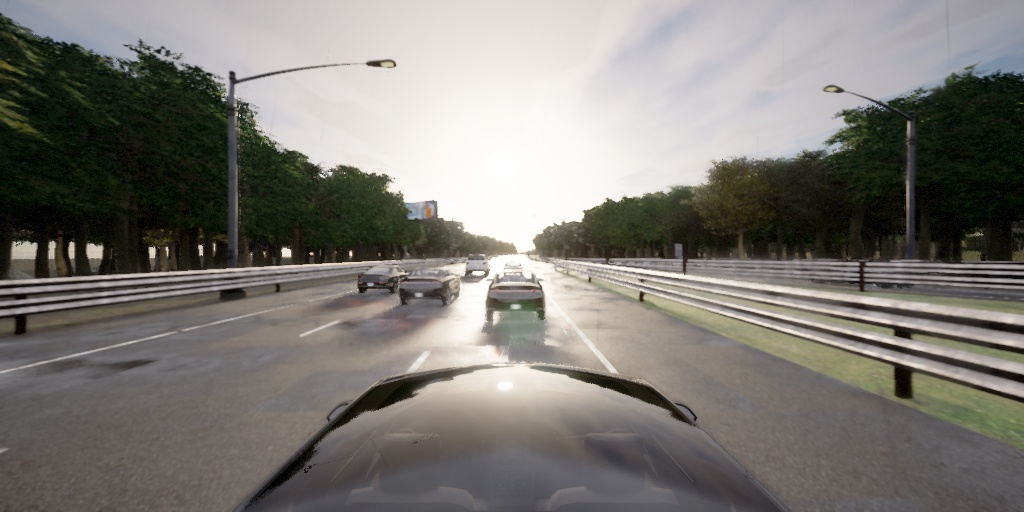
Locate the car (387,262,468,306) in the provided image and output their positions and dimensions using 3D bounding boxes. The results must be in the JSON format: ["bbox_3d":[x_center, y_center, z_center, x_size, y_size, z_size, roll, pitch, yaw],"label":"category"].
[{"bbox_3d":[-3.392,1.195,15.493,2.128,1.511,4.902,0,0,0],"label":"car"}]

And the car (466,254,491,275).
[{"bbox_3d":[-3.382,0.847,36.161,2.150,2.045,5.566,0,0,0],"label":"car"}]

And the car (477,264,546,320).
[{"bbox_3d":[0.106,1.210,12.566,2.128,1.511,4.902,0,0,0],"label":"car"}]

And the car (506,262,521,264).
[{"bbox_3d":[0.119,1.229,35.345,1.895,1.301,4.718,0,0,0],"label":"car"}]

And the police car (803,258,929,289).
[{"bbox_3d":[19.072,0.893,19.734,2.038,1.542,4.974,1,0,-18],"label":"police car"}]

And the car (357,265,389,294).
[{"bbox_3d":[-6.890,1.209,19.765,1.812,1.442,4.674,0,0,0],"label":"car"}]
